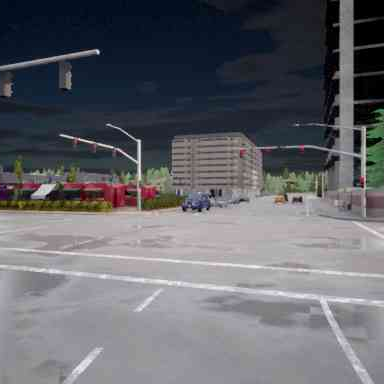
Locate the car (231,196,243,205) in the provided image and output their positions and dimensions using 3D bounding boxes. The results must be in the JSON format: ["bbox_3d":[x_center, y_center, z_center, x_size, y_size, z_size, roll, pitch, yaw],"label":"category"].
[{"bbox_3d":[6.984,1.492,58.011,2.128,1.511,4.902,0,0,19],"label":"car"}]

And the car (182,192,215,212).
[{"bbox_3d":[0.597,1.221,39.317,2.150,2.045,5.566,0,0,19],"label":"car"}]

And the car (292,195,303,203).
[{"bbox_3d":[21.449,1.478,67.601,1.882,1.535,5.008,0,0,19],"label":"car"}]

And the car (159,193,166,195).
[{"bbox_3d":[-7.964,1.209,81.445,4.605,1.855,1.932,0,0,19],"label":"car"}]

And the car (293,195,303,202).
[{"bbox_3d":[24.742,1.525,77.344,2.128,1.511,4.902,0,0,19],"label":"car"}]

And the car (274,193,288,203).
[{"bbox_3d":[18.236,1.478,69.005,1.882,1.535,5.008,0,0,19],"label":"car"}]

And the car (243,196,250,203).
[{"bbox_3d":[10.732,1.546,68.774,2.033,1.411,5.357,0,0,19],"label":"car"}]

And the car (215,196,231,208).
[{"bbox_3d":[3.873,1.601,48.931,1.895,1.301,4.718,0,0,19],"label":"car"}]

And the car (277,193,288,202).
[{"bbox_3d":[21.547,1.225,78.822,2.150,2.045,5.566,0,0,19],"label":"car"}]
